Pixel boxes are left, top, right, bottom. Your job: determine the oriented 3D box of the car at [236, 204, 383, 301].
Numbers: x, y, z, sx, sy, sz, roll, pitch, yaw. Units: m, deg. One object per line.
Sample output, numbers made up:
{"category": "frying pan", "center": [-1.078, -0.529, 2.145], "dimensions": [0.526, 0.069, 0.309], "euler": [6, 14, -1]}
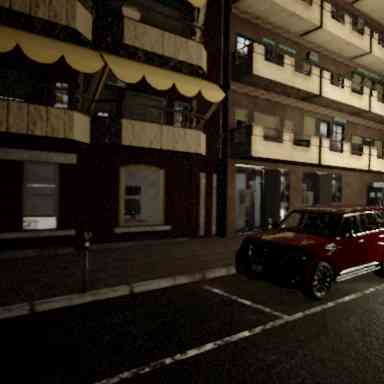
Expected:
{"category": "car", "center": [3.438, 1.291, 8.522], "dimensions": [5.009, 1.841, 2.192], "euler": [0, 2, -35]}
